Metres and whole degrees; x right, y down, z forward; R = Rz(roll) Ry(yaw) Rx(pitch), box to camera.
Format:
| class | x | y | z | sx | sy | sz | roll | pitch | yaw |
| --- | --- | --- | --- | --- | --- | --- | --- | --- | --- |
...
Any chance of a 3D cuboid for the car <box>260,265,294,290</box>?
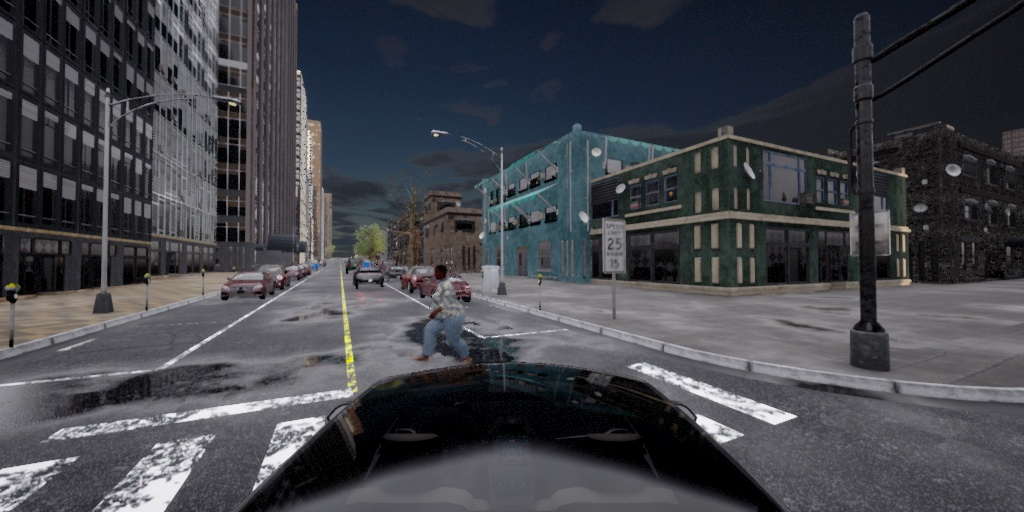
| class | x | y | z | sx | sy | sz | roll | pitch | yaw |
| --- | --- | --- | --- | --- | --- | --- | --- | --- | --- |
| car | -15.488 | 1.304 | 22.966 | 1.967 | 1.591 | 4.097 | 0 | 0 | -26 |

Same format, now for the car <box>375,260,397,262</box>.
| class | x | y | z | sx | sy | sz | roll | pitch | yaw |
| --- | --- | --- | --- | --- | --- | --- | --- | --- | --- |
| car | -12.737 | 1.310 | 36.592 | 2.192 | 1.841 | 5.009 | 0 | 0 | -26 |

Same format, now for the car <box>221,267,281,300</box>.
| class | x | y | z | sx | sy | sz | roll | pitch | yaw |
| --- | --- | --- | --- | --- | --- | --- | --- | --- | --- |
| car | -13.087 | 1.405 | 17.967 | 1.802 | 1.307 | 4.207 | 0 | 0 | -26 |

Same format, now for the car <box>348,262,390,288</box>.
| class | x | y | z | sx | sy | sz | roll | pitch | yaw |
| --- | --- | --- | --- | --- | --- | --- | --- | --- | --- |
| car | -10.220 | 1.392 | 25.375 | 2.128 | 1.511 | 4.902 | 0 | -1 | -26 |

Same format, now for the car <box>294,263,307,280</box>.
| class | x | y | z | sx | sy | sz | roll | pitch | yaw |
| --- | --- | --- | --- | --- | --- | --- | --- | --- | --- |
| car | -20.291 | 1.524 | 32.964 | 1.802 | 1.307 | 4.207 | 0 | 0 | -26 |

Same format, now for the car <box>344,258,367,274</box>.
| class | x | y | z | sx | sy | sz | roll | pitch | yaw |
| --- | --- | --- | --- | --- | --- | --- | --- | --- | --- |
| car | -21.348 | 1.298 | 48.547 | 2.150 | 2.045 | 5.566 | 0 | 0 | -26 |

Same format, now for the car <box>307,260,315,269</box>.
| class | x | y | z | sx | sy | sz | roll | pitch | yaw |
| --- | --- | --- | --- | --- | --- | --- | --- | --- | --- |
| car | -25.095 | 1.561 | 42.965 | 1.888 | 1.381 | 4.507 | 0 | 0 | -26 |

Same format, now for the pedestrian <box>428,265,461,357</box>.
| class | x | y | z | sx | sy | sz | roll | pitch | yaw |
| --- | --- | --- | --- | --- | --- | --- | --- | --- | --- |
| pedestrian | -1.186 | 1.035 | 6.322 | 0.375 | 1.860 | 0.375 | 1 | -2 | -26 |

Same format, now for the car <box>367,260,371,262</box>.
| class | x | y | z | sx | sy | sz | roll | pitch | yaw |
| --- | --- | --- | --- | --- | --- | --- | --- | --- | --- |
| car | -15.139 | 1.348 | 41.594 | 2.192 | 1.841 | 5.009 | 0 | 0 | -26 |

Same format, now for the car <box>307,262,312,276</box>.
| class | x | y | z | sx | sy | sz | roll | pitch | yaw |
| --- | --- | --- | --- | --- | --- | --- | --- | --- | --- |
| car | -22.693 | 1.562 | 37.965 | 1.802 | 1.307 | 4.207 | 0 | 0 | -26 |

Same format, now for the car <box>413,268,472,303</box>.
| class | x | y | z | sx | sy | sz | roll | pitch | yaw |
| --- | --- | --- | --- | --- | --- | --- | --- | --- | --- |
| car | -3.131 | 1.417 | 16.594 | 1.802 | 1.307 | 4.207 | 0 | 0 | -26 |

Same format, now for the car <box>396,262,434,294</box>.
| class | x | y | z | sx | sy | sz | roll | pitch | yaw |
| --- | --- | --- | --- | --- | --- | --- | --- | --- | --- |
| car | -5.533 | 1.316 | 21.595 | 1.967 | 1.591 | 4.097 | 0 | 0 | -26 |

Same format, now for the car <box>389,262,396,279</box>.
| class | x | y | z | sx | sy | sz | roll | pitch | yaw |
| --- | --- | --- | --- | --- | --- | --- | --- | --- | --- |
| car | -10.335 | 1.508 | 31.594 | 2.007 | 1.370 | 4.403 | 0 | 0 | -26 |
